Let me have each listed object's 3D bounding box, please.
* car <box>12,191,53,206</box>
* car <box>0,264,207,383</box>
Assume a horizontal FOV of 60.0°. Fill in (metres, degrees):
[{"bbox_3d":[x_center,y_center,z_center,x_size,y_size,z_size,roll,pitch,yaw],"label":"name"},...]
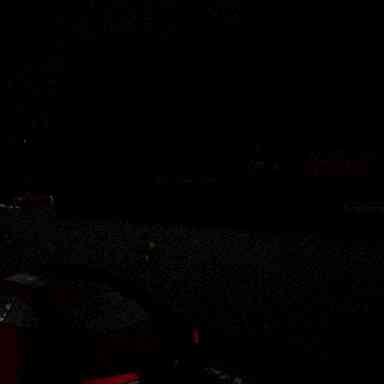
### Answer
[{"bbox_3d":[-19.795,0.764,41.361,2.097,1.767,4.553,1,2,35],"label":"car"},{"bbox_3d":[-1.791,1.581,4.077,4.206,1.307,1.802,0,1,36],"label":"car"}]
